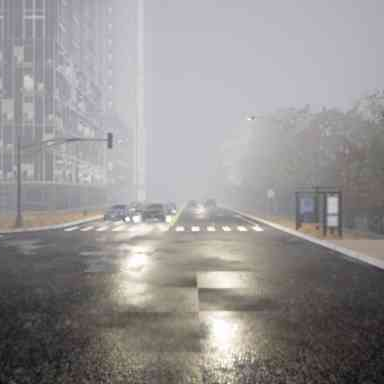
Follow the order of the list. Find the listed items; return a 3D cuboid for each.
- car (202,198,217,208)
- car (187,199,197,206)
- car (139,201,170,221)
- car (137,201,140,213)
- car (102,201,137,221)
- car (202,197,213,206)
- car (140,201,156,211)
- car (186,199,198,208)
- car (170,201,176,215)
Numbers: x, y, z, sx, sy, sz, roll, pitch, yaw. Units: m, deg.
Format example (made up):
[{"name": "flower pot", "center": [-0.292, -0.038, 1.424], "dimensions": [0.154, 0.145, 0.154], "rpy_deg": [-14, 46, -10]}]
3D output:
[{"name": "car", "center": [3.263, 1.896, 59.419], "dimensions": [2.097, 1.767, 4.553], "rpy_deg": [0, -1, 0]}, {"name": "car", "center": [0.014, 2.160, 69.478], "dimensions": [2.033, 1.411, 5.357], "rpy_deg": [0, 0, 0]}, {"name": "car", "center": [-3.334, 1.758, 30.437], "dimensions": [1.882, 1.535, 5.008], "rpy_deg": [0, -1, 0]}, {"name": "car", "center": [-6.552, 1.854, 39.408], "dimensions": [2.128, 1.511, 4.902], "rpy_deg": [0, -1, 0]}, {"name": "car", "center": [-6.580, 1.803, 30.142], "dimensions": [1.812, 1.442, 4.674], "rpy_deg": [0, -1, 1]}, {"name": "car", "center": [3.265, 1.975, 69.449], "dimensions": [2.097, 1.767, 4.553], "rpy_deg": [0, 0, 0]}, {"name": "car", "center": [-6.490, 2.055, 49.480], "dimensions": [1.895, 1.301, 4.718], "rpy_deg": [0, -1, 0]}, {"name": "car", "center": [0.013, 2.108, 59.447], "dimensions": [1.994, 1.385, 4.181], "rpy_deg": [0, -1, 0]}, {"name": "car", "center": [-3.300, 1.967, 39.778], "dimensions": [1.895, 1.301, 4.718], "rpy_deg": [0, -1, 0]}]
